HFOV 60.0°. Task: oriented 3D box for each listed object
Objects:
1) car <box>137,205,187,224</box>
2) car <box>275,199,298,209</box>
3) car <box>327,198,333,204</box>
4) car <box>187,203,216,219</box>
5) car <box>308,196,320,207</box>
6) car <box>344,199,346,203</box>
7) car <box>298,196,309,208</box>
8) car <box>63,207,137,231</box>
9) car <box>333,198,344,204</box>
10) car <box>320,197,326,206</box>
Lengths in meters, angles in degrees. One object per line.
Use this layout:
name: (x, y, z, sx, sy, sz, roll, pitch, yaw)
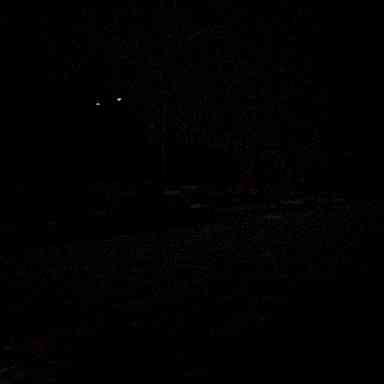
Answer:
car: (-2.636, 1.654, 25.494, 1.947, 1.339, 4.313, 0, 0, 35)
car: (13.620, 1.814, 48.746, 1.802, 1.307, 4.206, 0, 0, 35)
car: (26.626, 1.818, 67.349, 1.967, 1.590, 4.097, 0, -1, 35)
car: (0.615, 1.696, 30.144, 1.802, 1.307, 4.206, 0, 0, 35)
car: (20.123, 1.616, 58.049, 2.192, 1.841, 5.009, 0, -1, 35)
car: (36.380, 2.058, 81.300, 2.008, 1.369, 4.403, 0, -1, 35)
car: (16.774, 1.790, 53.258, 1.752, 1.417, 4.829, 0, 0, 35)
car: (-5.888, 1.616, 20.843, 2.008, 1.369, 4.403, 0, 0, 35)
car: (33.031, 1.986, 76.510, 1.752, 1.417, 4.829, 0, -1, 35)
car: (23.374, 1.920, 62.698, 1.802, 1.307, 4.206, 0, -1, 35)
